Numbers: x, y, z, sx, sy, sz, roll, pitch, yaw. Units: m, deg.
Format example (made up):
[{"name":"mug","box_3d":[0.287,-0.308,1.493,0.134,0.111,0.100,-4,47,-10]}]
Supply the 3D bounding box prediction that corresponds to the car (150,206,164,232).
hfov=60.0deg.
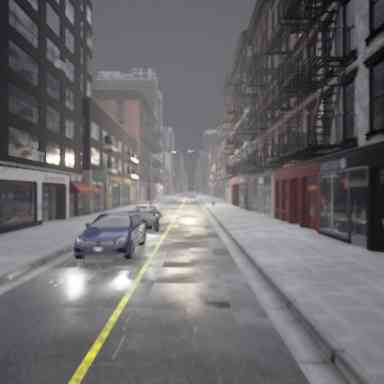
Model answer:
[{"name":"car","box_3d":[-2.760,1.536,19.478,1.994,1.385,4.181,0,0,0]}]

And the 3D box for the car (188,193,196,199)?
[{"name":"car","box_3d":[-0.046,1.119,80.712,1.895,1.301,4.718,0,0,0]}]

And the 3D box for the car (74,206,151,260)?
[{"name":"car","box_3d":[-2.848,1.481,12.446,1.812,1.442,4.674,0,0,0]}]

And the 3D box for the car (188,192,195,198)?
[{"name":"car","box_3d":[-0.052,0.864,90.683,1.812,1.442,4.674,0,0,0]}]
